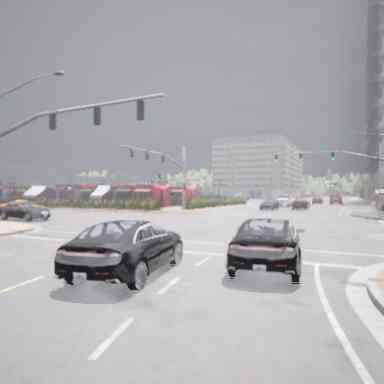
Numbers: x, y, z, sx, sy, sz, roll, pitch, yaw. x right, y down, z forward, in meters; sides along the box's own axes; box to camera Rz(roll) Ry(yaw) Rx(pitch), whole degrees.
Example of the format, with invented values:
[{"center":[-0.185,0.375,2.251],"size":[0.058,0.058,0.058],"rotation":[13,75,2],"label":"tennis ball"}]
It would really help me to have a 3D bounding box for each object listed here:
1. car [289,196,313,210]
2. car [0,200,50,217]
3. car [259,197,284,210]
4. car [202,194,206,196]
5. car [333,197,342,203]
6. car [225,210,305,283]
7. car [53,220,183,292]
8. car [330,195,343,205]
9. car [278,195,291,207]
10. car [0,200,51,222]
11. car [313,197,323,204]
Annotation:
[{"center":[15.328,1.669,46.479],"size":[1.882,1.535,5.008],"rotation":[0,0,26],"label":"car"},{"center":[-16.484,1.555,32.505],"size":[5.008,1.535,1.882],"rotation":[0,0,26],"label":"car"},{"center":[10.592,1.716,45.151],"size":[2.033,1.411,5.357],"rotation":[0,0,26],"label":"car"},{"center":[2.104,1.454,85.769],"size":[4.605,1.855,1.932],"rotation":[0,0,26],"label":"car"},{"center":[34.064,1.879,77.774],"size":[1.812,1.442,4.674],"rotation":[0,0,26],"label":"car"},{"center":[2.268,1.529,9.922],"size":[2.128,1.511,4.902],"rotation":[0,0,17],"label":"car"},{"center":[-1.670,1.511,9.149],"size":[2.128,1.511,4.902],"rotation":[0,0,15],"label":"car"},{"center":[29.497,1.535,68.226],"size":[2.150,2.045,5.566],"rotation":[0,0,26],"label":"car"},{"center":[15.250,1.436,54.842],"size":[2.150,2.045,5.566],"rotation":[0,0,25],"label":"car"},{"center":[-13.735,1.566,27.272],"size":[4.902,1.511,2.128],"rotation":[0,0,26],"label":"car"},{"center":[26.530,1.781,70.136],"size":[1.882,1.535,5.008],"rotation":[0,0,26],"label":"car"}]
